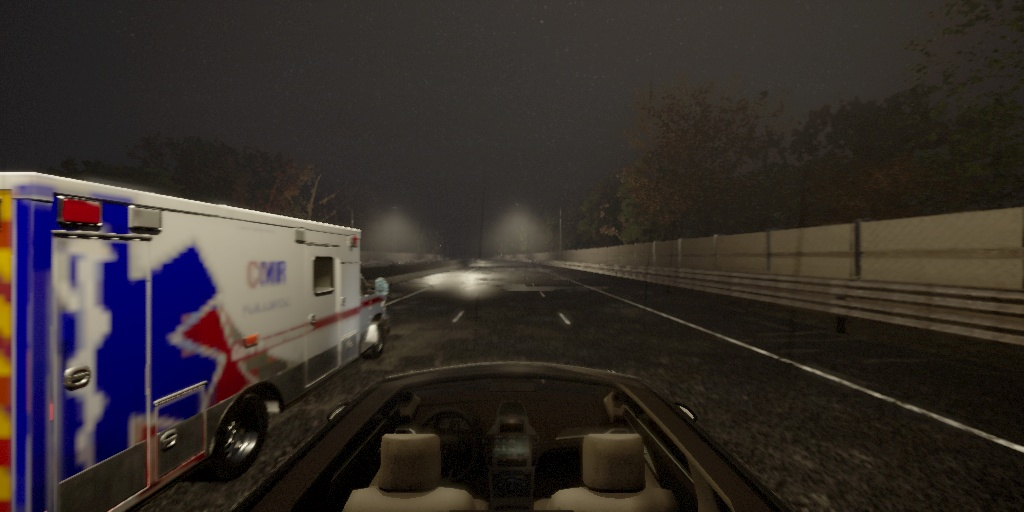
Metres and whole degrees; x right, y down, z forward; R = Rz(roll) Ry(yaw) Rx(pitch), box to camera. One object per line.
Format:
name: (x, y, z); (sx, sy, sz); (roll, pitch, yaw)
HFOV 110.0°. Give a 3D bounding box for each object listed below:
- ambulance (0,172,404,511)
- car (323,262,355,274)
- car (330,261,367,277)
ambulance: (-3.532, 0.803, 4.666); (2.351, 2.431, 6.366); (0, 0, 0)
car: (-21.686, 1.486, 45.125); (1.812, 1.442, 4.674); (0, 0, -1)
car: (-18.068, 1.410, 39.834); (1.882, 1.535, 5.008); (0, 0, -1)
